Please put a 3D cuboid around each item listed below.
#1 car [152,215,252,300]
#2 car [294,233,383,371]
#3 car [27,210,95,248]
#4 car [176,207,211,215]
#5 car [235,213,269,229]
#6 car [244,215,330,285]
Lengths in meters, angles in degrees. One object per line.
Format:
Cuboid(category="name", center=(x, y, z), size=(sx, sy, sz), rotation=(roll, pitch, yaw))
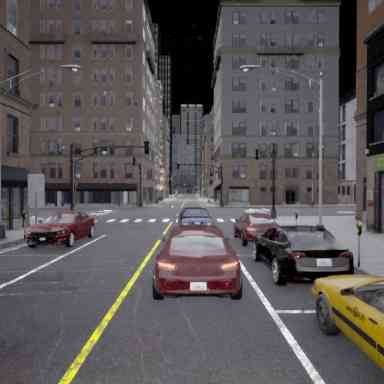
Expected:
Cuboid(category="car", center=(0.100, 1.523, 8.254), size=(1.812, 1.442, 4.674), rotation=(0, 0, 0))
Cuboid(category="car", center=(2.866, 1.524, 3.869), size=(1.752, 1.417, 4.829), rotation=(-1, 0, 0))
Cuboid(category="car", center=(-5.676, 1.539, 14.871), size=(1.887, 1.381, 4.507), rotation=(-1, 0, 0))
Cuboid(category="car", center=(0.136, 1.541, 18.275), size=(2.033, 1.411, 5.357), rotation=(0, 0, -3))
Cuboid(category="car", center=(2.870, 1.576, 14.871), size=(1.802, 1.307, 4.206), rotation=(-1, 0, 0))
Cuboid(category="car", center=(2.868, 1.563, 9.286), size=(1.947, 1.339, 4.313), rotation=(-1, 0, 0))
